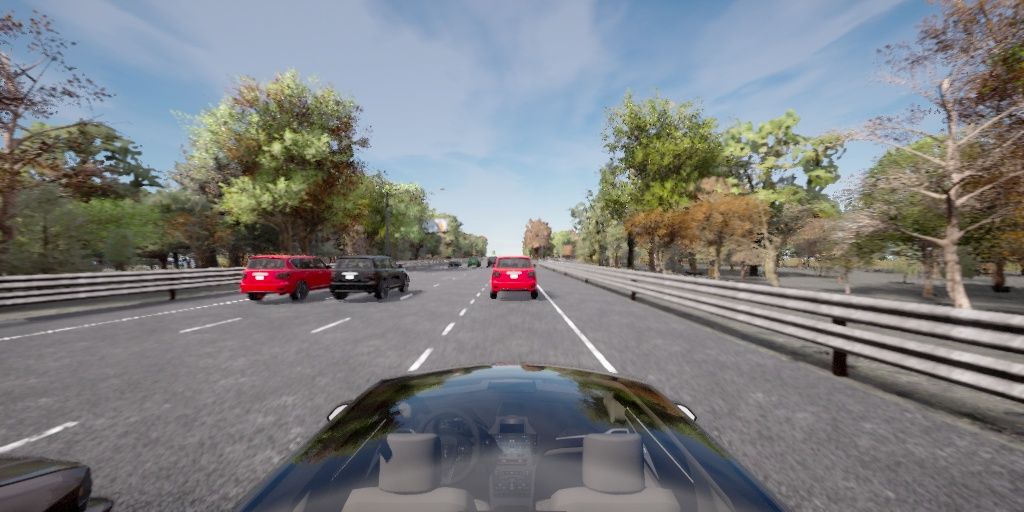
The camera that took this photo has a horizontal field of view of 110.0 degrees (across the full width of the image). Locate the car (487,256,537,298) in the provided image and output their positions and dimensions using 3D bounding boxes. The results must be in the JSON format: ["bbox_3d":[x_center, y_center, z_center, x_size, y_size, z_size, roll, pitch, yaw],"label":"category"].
[{"bbox_3d":[0.094,0.999,18.630,2.150,2.045,5.566,0,0,0],"label":"car"}]

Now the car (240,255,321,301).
[{"bbox_3d":[-10.406,0.995,17.483,2.150,2.045,5.566,0,0,0],"label":"car"}]

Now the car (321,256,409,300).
[{"bbox_3d":[-6.906,0.997,17.960,2.150,2.045,5.566,0,0,0],"label":"car"}]
